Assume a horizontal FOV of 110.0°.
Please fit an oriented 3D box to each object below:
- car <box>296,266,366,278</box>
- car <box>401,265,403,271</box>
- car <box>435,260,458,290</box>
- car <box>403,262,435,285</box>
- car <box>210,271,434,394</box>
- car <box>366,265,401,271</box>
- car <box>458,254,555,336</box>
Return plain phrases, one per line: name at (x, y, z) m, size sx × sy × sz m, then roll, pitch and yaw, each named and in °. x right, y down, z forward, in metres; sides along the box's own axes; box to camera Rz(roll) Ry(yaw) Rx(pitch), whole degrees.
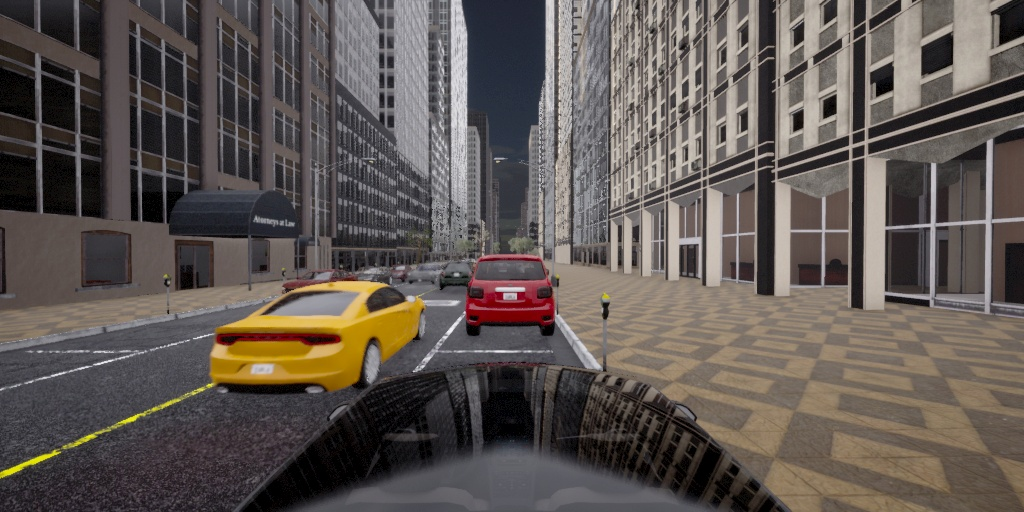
car at (-8.837, 1.292, 16.839) m, size 1.888 × 1.381 × 4.507 m, roll 0°, pitch 0°, yaw 0°
car at (-8.837, 1.327, 28.206) m, size 1.802 × 1.307 × 4.207 m, roll 0°, pitch 0°, yaw 0°
car at (-3.146, 1.099, 22.559) m, size 2.097 × 1.767 × 4.553 m, roll 0°, pitch 0°, yaw 0°
car at (-6.245, 1.346, 26.485) m, size 1.895 × 1.301 × 4.718 m, roll 0°, pitch 0°, yaw 0°
car at (-3.048, 1.227, 6.856) m, size 1.882 × 1.535 × 5.008 m, roll 0°, pitch 0°, yaw 0°
car at (-8.838, 1.297, 22.523) m, size 2.007 × 1.370 × 4.403 m, roll 0°, pitch 0°, yaw 0°
car at (-0.039, 0.976, 10.531) m, size 2.150 × 2.045 × 5.566 m, roll 0°, pitch 0°, yaw 0°
